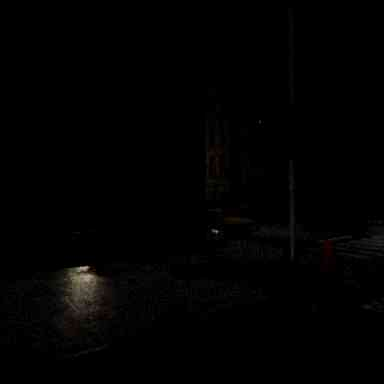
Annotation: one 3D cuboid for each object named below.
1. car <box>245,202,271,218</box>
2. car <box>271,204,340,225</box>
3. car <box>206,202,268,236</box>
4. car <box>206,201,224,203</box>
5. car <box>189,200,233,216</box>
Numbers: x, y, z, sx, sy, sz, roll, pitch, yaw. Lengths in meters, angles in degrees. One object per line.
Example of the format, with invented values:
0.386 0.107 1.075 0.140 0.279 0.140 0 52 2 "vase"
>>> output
4.916 1.506 27.573 1.802 1.307 4.206 -1 0 -35 "car"
8.052 1.486 23.161 1.947 1.339 4.313 -1 0 -35 "car"
1.604 1.512 18.380 1.752 1.417 4.829 -1 0 -35 "car"
0.885 1.460 23.771 2.128 1.511 4.902 -1 0 -35 "car"
1.780 1.494 31.985 1.947 1.339 4.313 -1 0 -35 "car"
